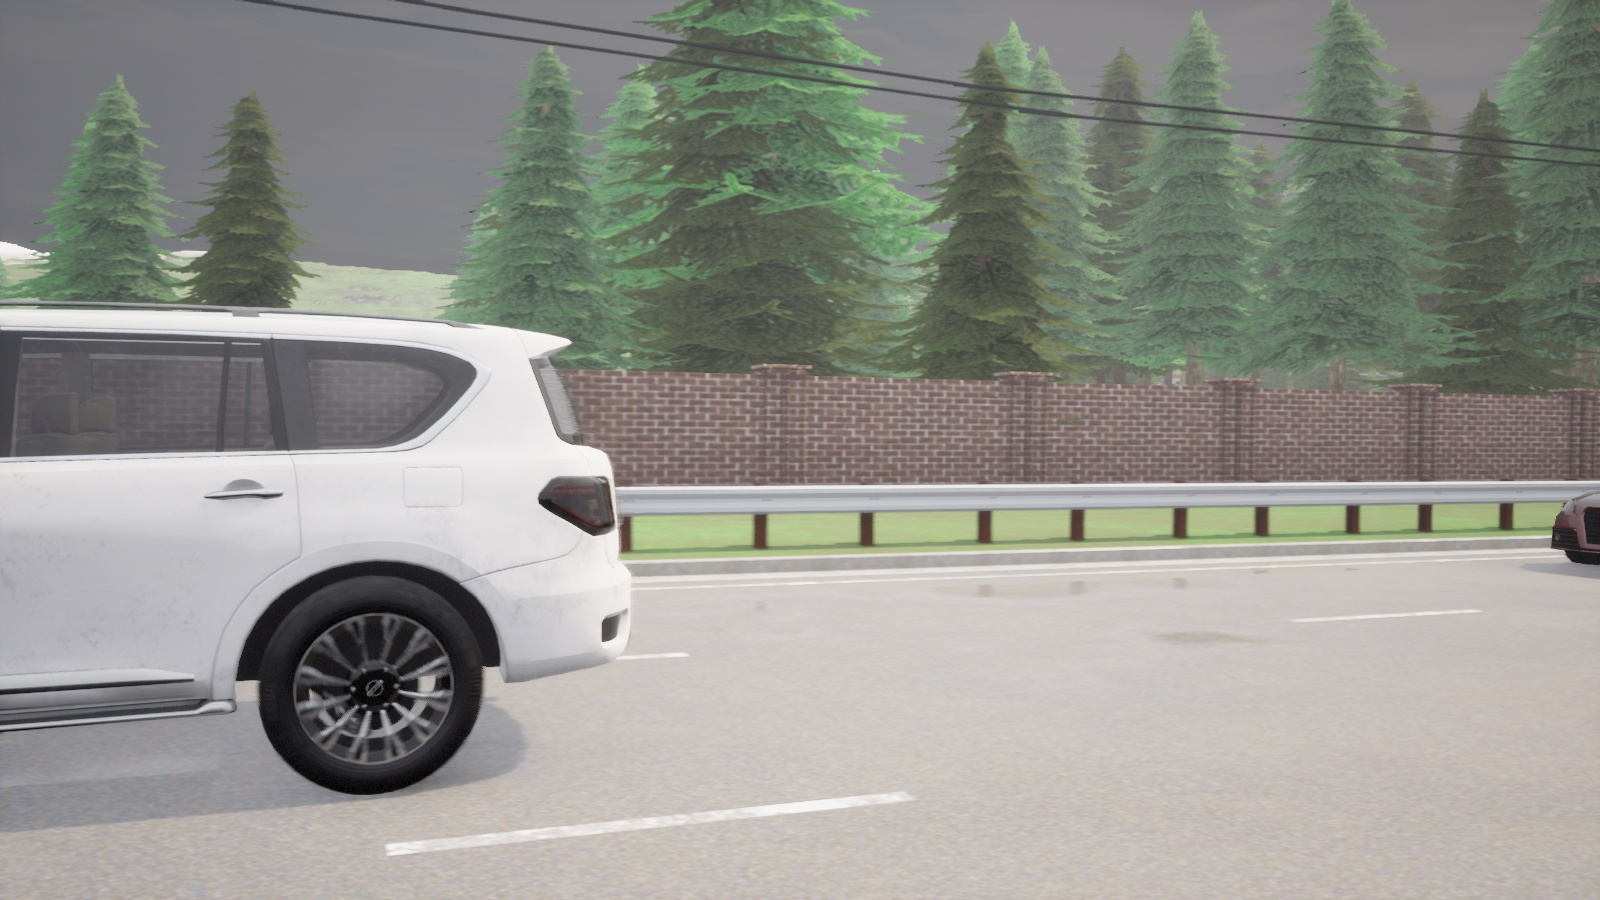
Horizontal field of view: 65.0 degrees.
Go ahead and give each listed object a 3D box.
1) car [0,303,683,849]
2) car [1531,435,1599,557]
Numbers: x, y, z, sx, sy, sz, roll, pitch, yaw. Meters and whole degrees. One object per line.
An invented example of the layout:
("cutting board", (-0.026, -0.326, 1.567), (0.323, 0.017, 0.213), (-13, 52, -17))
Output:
("car", (-3.520, 0.463, 5.643), (5.566, 2.045, 2.150), (-1, 1, -21))
("car", (11.120, 0.498, 14.950), (4.181, 1.385, 1.994), (-1, 1, -21))
